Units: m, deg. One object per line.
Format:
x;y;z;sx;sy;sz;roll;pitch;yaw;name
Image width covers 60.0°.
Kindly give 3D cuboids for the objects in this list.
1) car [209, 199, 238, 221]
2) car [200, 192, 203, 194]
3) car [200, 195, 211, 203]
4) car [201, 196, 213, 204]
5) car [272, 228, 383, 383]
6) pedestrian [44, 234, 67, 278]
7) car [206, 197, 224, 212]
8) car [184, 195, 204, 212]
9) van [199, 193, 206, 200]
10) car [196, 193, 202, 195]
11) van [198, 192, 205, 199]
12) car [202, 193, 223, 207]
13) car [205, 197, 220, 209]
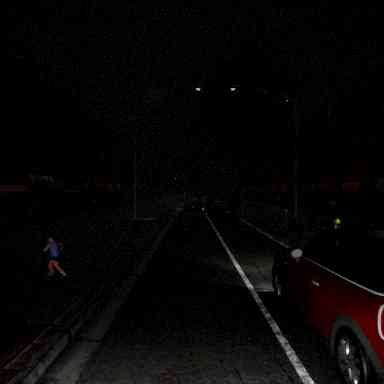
2.637;1.518;26.817;1.947;1.339;4.313;0;0;0;car
2.640;1.285;54.546;1.967;1.590;4.097;0;0;0;car
2.640;1.341;65.639;2.008;1.369;4.403;0;0;0;car
2.640;1.370;60.094;2.008;1.369;4.403;0;0;0;car
2.749;1.350;5.280;2.097;1.767;4.553;0;0;0;car
-3.319;1.520;8.084;0.500;1.100;0.500;0;0;0;pedestrian
2.637;1.456;32.532;1.752;1.417;4.829;0;0;0;car
0.091;1.390;37.468;1.882;1.535;5.008;0;0;0;car
2.641;1.045;82.275;1.690;1.788;3.998;0;0;0;van
0.077;1.351;48.016;1.882;1.535;5.008;0;0;0;car
2.641;0.987;93.366;1.690;1.788;3.998;0;0;0;van
2.637;1.226;37.907;2.192;1.841;5.009;0;0;0;car
2.638;1.415;43.624;1.752;1.417;4.829;0;0;0;car
